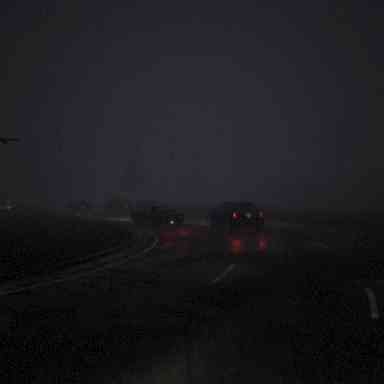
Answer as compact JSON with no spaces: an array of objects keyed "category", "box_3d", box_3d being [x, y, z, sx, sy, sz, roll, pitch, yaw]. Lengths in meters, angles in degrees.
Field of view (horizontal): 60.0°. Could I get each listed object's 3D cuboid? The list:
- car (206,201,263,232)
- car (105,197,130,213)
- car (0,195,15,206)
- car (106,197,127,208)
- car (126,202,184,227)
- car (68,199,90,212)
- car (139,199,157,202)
[{"category":"car","box_3d":[2.504,1.351,20.525,2.097,1.767,4.553,0,0,-18]},{"category":"car","box_3d":[-8.209,1.485,37.187,1.882,1.535,5.008,0,0,-32]},{"category":"car","box_3d":[-30.731,1.376,54.891,2.097,1.767,4.553,0,0,-19]},{"category":"car","box_3d":[-11.480,1.515,50.112,1.837,1.490,4.892,0,0,-28]},{"category":"car","box_3d":[-2.538,1.603,22.873,1.895,1.301,4.718,0,0,-34]},{"category":"car","box_3d":[-13.065,1.537,38.485,1.812,1.442,4.674,0,0,-30]},{"category":"car","box_3d":[-5.237,1.552,39.023,2.033,1.411,5.357,0,0,-32]}]
